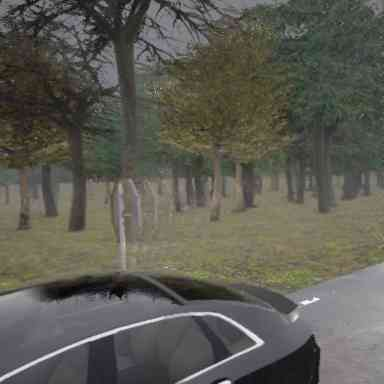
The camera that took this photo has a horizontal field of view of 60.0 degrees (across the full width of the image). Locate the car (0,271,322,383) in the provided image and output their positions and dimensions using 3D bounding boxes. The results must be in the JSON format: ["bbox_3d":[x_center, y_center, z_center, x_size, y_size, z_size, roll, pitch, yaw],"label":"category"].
[{"bbox_3d":[-1.087,1.501,2.282,4.892,1.490,1.837,-2,2,-36],"label":"car"}]
